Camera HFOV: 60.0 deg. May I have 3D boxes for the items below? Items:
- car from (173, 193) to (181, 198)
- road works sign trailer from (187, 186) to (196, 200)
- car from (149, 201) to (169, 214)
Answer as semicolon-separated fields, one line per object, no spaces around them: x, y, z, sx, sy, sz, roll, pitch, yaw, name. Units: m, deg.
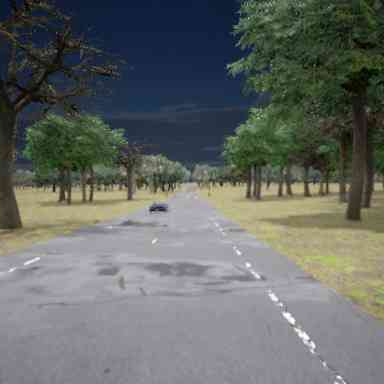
-3.518;0.949;78.317;1.837;1.490;4.892;0;1;0;car
-0.021;0.185;88.784;2.380;3.560;2.880;0;1;0;road works sign trailer
-3.603;1.634;36.604;1.895;1.301;4.718;0;0;0;car
